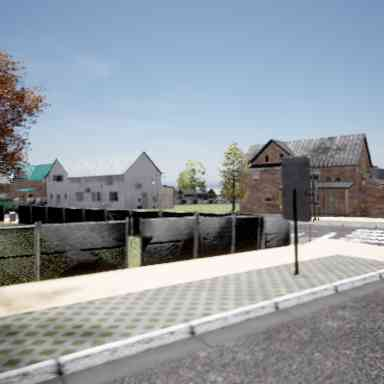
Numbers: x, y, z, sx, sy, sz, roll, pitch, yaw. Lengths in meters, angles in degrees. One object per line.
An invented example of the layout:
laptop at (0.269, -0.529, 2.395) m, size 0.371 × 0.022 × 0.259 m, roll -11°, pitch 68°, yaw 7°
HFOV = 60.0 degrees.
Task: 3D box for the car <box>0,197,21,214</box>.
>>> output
car at (-24.180, 1.726, 42.965) m, size 5.566 × 2.045 × 2.150 m, roll -1°, pitch 2°, yaw 38°
